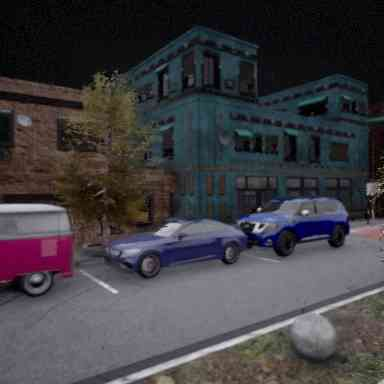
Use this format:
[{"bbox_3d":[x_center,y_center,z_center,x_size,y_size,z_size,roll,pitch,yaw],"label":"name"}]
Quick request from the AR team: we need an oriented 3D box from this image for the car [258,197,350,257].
[{"bbox_3d":[4.132,1.229,13.430,5.566,2.045,2.435,0,0,-36],"label":"car"}]

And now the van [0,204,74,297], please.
[{"bbox_3d":[-4.906,1.254,6.933,4.442,1.987,1.878,0,0,-36],"label":"van"}]

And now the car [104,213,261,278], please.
[{"bbox_3d":[-0.324,1.517,10.227,4.674,1.452,2.002,0,0,-36],"label":"car"}]
